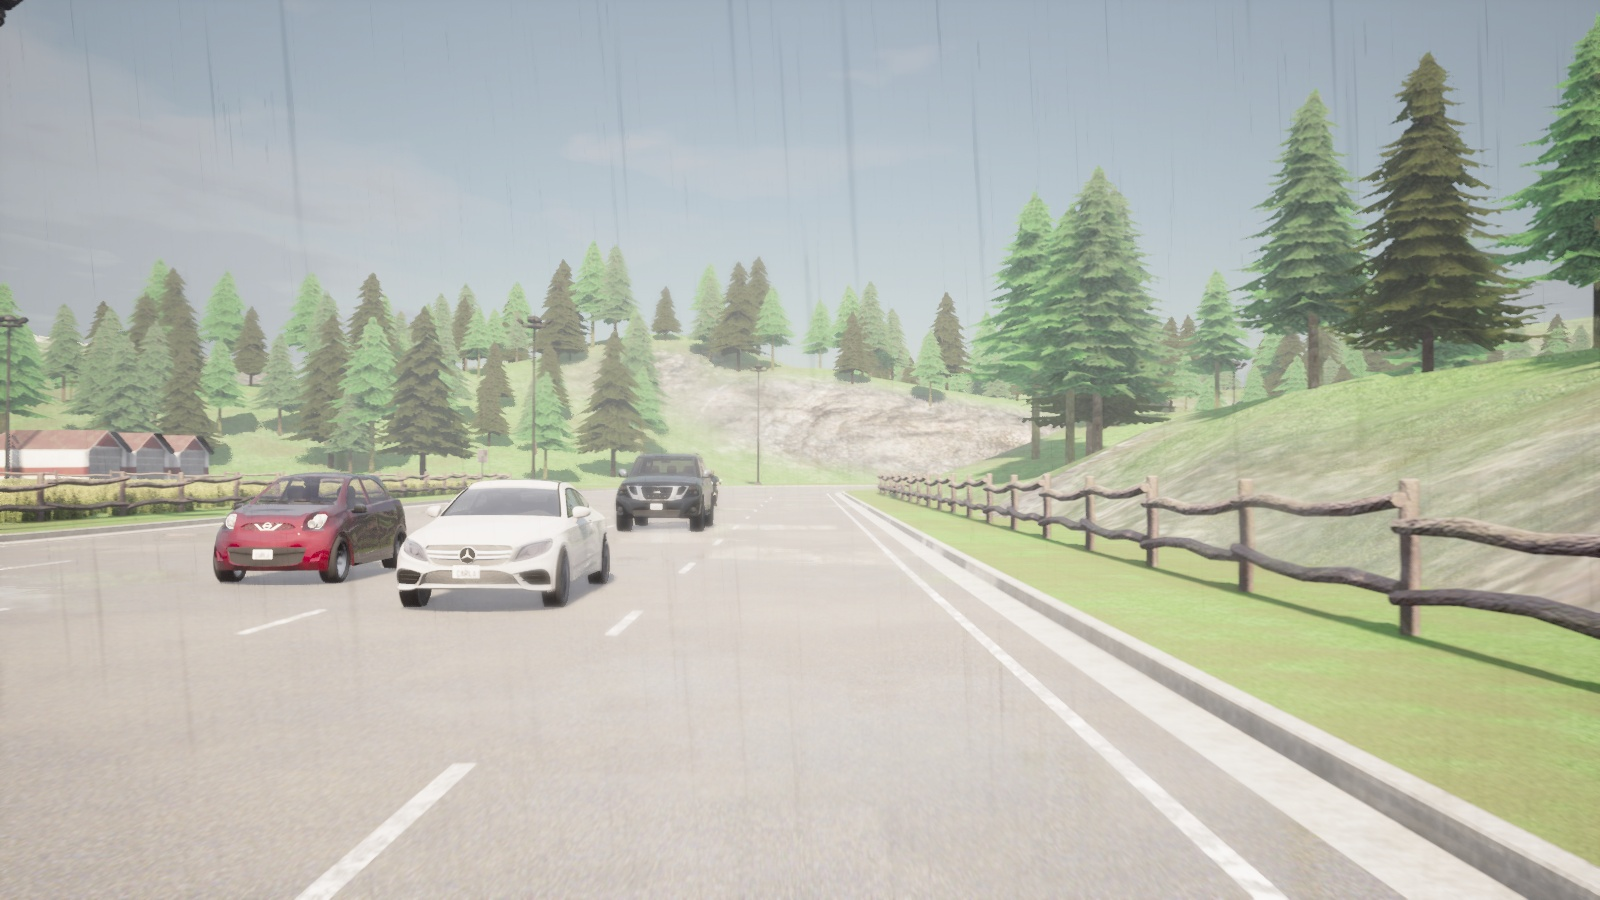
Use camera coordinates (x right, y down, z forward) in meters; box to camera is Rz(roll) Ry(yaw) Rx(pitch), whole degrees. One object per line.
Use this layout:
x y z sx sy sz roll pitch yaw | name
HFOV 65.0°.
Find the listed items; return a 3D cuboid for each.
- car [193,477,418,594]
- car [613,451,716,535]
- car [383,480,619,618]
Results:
-7.041 1.163 18.295 1.845 1.501 3.633 0 -1 0 | car
-3.516 1.110 33.595 2.150 2.045 5.566 0 -1 0 | car
-3.545 1.119 15.809 1.812 1.442 4.674 0 -1 1 | car
